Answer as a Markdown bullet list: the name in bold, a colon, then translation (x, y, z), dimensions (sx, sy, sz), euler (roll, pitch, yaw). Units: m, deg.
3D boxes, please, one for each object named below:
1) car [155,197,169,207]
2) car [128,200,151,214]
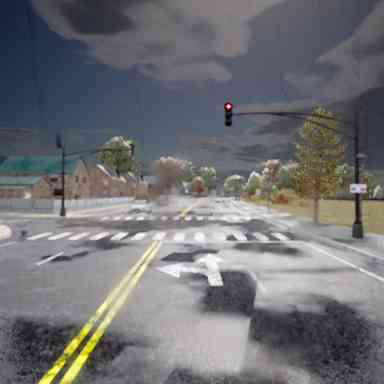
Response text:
- **car**: translation (-4.872, 1.678, 54.804), dimensions (1.837, 1.490, 4.892), euler (0, 2, 3)
- **car**: translation (-5.749, 1.642, 37.316), dimensions (1.812, 1.442, 4.674), euler (0, 1, 2)
